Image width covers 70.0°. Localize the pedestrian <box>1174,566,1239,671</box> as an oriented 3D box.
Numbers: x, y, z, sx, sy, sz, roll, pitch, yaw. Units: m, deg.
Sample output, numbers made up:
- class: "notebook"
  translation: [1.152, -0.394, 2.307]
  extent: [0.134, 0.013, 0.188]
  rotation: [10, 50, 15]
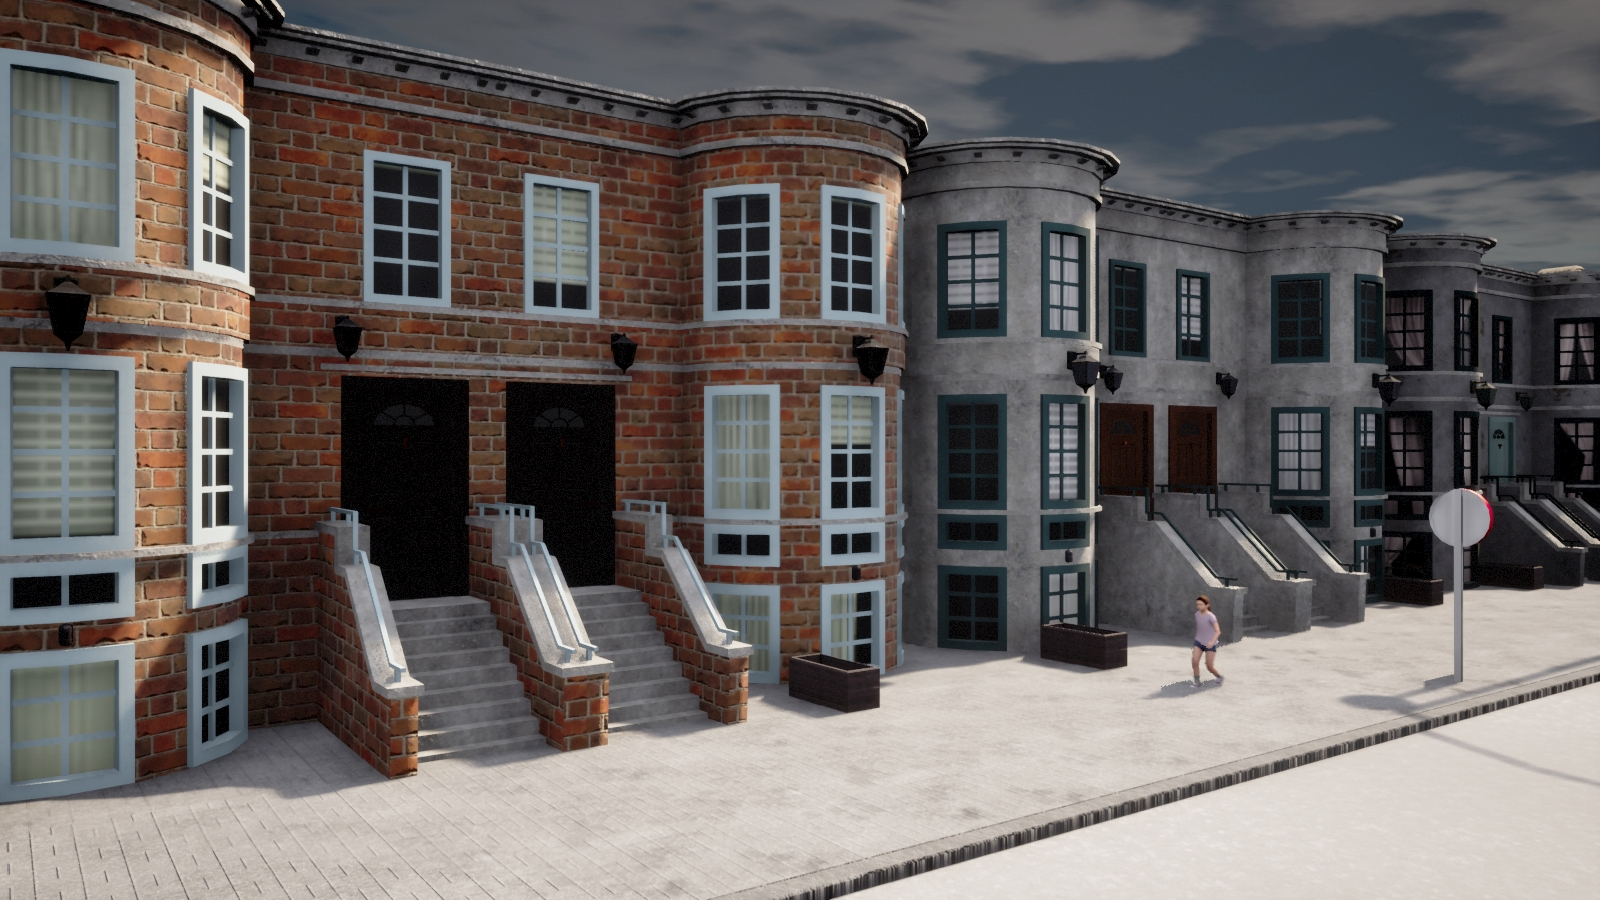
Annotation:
- class: "pedestrian"
  translation: [4.634, 1.904, 13.024]
  extent: [0.500, 1.100, 0.500]
  rotation: [0, 0, -37]
